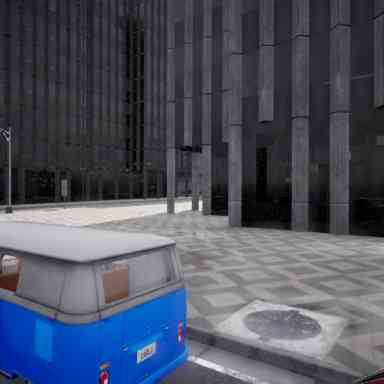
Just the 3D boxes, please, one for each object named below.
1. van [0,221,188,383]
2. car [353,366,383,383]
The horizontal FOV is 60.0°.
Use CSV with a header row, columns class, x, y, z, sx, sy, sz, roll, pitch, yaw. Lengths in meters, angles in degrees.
class,x,y,z,sx,sy,sz,roll,pitch,yaw
van,-1.953,1.341,4.353,3.998,1.788,1.690,0,0,35
car,2.548,1.440,1.149,4.097,1.590,1.967,0,0,35
